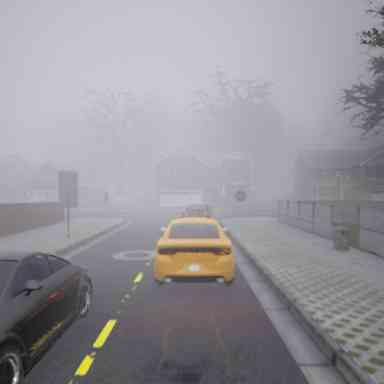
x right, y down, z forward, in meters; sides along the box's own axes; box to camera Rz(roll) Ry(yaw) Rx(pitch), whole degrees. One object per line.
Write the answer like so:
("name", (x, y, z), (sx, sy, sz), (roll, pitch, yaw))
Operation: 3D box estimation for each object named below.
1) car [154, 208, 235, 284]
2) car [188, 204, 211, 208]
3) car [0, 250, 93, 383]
("car", (0.065, 1.460, 9.591), (1.882, 1.535, 5.008), (0, 0, 0))
("car", (0.595, 1.545, 24.409), (1.895, 1.301, 4.718), (0, 0, 8))
("car", (-2.844, 1.558, 4.553), (1.994, 1.385, 4.181), (0, 0, 0))
